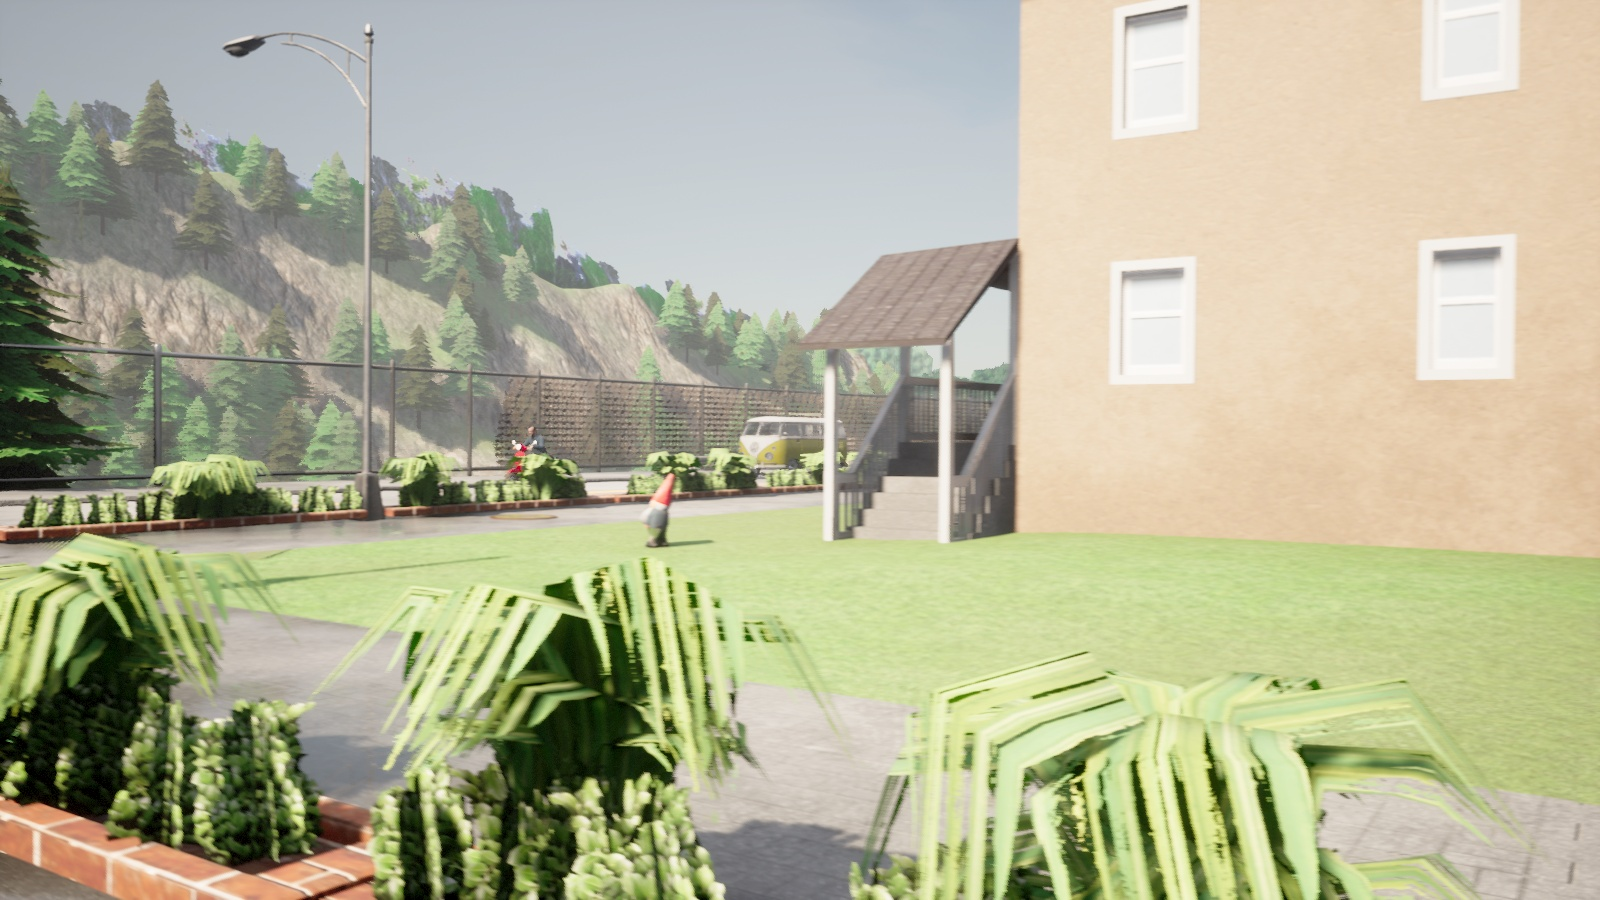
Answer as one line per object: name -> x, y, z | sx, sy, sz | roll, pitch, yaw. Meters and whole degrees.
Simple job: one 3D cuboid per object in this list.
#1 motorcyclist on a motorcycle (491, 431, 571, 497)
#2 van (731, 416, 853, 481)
motorcyclist on a motorcycle -> -6.647, 0.320, 31.122 | 0.866, 1.590, 1.817 | 0, 1, 34
van -> -0.207, -0.071, 40.830 | 1.775, 1.987, 4.442 | 0, 1, 34
